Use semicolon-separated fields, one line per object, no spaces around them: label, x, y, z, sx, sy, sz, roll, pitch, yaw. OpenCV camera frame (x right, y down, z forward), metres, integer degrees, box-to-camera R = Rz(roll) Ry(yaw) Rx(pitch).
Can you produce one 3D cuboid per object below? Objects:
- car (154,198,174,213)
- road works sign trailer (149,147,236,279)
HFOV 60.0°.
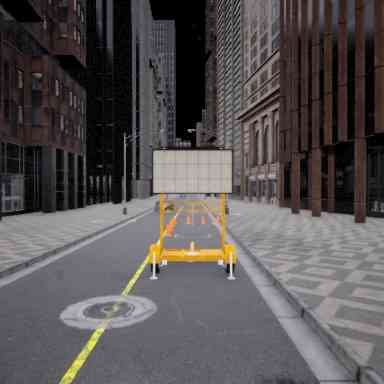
car;-3.028;1.419;36.485;2.128;1.511;4.902;0;0;0
road works sign trailer;0.019;0.457;9.962;2.380;3.560;2.880;0;0;0
